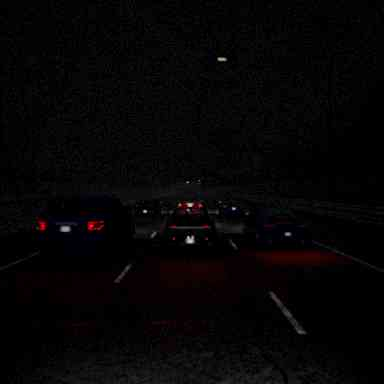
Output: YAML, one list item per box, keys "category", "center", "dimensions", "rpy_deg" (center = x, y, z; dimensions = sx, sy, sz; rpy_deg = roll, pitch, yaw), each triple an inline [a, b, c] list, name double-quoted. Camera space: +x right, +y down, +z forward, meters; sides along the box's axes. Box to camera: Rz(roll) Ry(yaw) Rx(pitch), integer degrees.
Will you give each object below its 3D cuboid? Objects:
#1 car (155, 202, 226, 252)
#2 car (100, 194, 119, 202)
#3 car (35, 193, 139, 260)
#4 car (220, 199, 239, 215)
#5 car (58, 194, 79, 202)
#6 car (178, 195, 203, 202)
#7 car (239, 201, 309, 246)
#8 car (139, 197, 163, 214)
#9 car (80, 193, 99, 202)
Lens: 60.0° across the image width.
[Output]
- category: "car"
  center: [-0.051, 1.349, 13.179]
  dimensions: [2.128, 1.511, 4.902]
  rpy_deg: [0, 1, 0]
- category: "car"
  center: [-14.442, 1.014, 58.368]
  dimensions: [2.033, 1.411, 5.357]
  rpy_deg: [0, 0, 0]
- category: "car"
  center: [-3.556, 1.092, 12.031]
  dimensions: [2.150, 2.045, 5.566]
  rpy_deg: [0, 1, 0]
- category: "car"
  center: [3.346, 1.280, 28.523]
  dimensions: [1.994, 1.385, 4.181]
  rpy_deg: [0, 1, 0]
- category: "car"
  center: [-21.437, 1.070, 58.070]
  dimensions: [1.895, 1.301, 4.718]
  rpy_deg: [0, 0, 0]
- category: "car"
  center: [-0.155, 1.070, 28.089]
  dimensions: [2.097, 1.767, 4.553]
  rpy_deg: [0, 0, 0]
- category: "car"
  center: [3.451, 1.322, 14.415]
  dimensions: [1.882, 1.535, 5.008]
  rpy_deg: [0, 1, 0]
- category: "car"
  center: [-3.655, 1.223, 28.280]
  dimensions: [1.837, 1.490, 4.892]
  rpy_deg: [0, 1, 0]
- category: "car"
  center: [-17.947, 0.993, 58.323]
  dimensions: [1.812, 1.442, 4.674]
  rpy_deg: [0, 1, 0]
